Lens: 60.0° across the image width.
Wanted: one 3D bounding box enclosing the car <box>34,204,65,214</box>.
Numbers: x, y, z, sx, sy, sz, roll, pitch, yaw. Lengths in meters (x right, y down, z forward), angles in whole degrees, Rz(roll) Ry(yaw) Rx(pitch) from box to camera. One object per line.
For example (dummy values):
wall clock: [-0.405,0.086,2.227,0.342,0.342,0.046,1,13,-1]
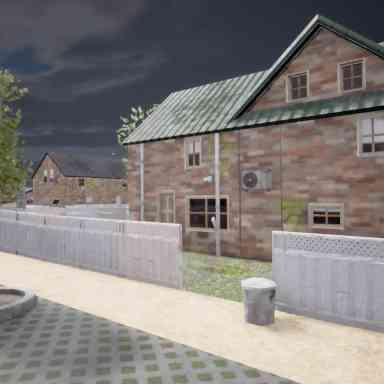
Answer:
car: [-11.472,1.747,25.228,2.097,1.767,4.553,-1,-2,35]
